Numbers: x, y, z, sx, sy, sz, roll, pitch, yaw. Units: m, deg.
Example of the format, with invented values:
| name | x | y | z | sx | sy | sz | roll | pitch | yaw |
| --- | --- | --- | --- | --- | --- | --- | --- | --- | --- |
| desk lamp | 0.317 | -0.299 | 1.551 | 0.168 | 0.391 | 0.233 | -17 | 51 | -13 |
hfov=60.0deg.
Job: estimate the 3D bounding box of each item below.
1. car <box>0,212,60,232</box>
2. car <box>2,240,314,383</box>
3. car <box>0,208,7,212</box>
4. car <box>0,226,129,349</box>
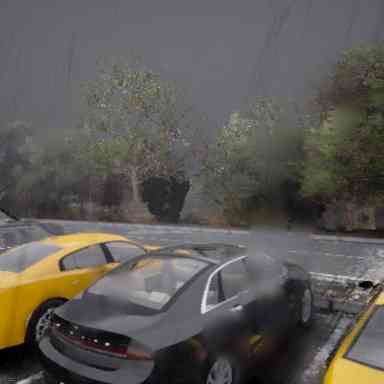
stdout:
| name | x | y | z | sx | sy | sz | roll | pitch | yaw |
| --- | --- | --- | --- | --- | --- | --- | --- | --- | --- |
| car | -4.214 | 1.469 | 8.104 | 2.185 | 1.767 | 4.553 | -1 | -1 | 35 |
| car | 0.323 | 1.510 | 4.906 | 2.231 | 1.521 | 4.892 | -1 | -1 | 35 |
| car | -6.439 | 1.395 | 9.761 | 2.435 | 2.045 | 5.566 | -1 | -1 | 35 |
| car | -1.935 | 1.547 | 6.513 | 2.097 | 1.535 | 5.008 | -1 | -1 | 35 |
